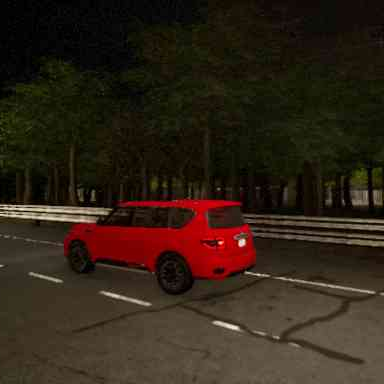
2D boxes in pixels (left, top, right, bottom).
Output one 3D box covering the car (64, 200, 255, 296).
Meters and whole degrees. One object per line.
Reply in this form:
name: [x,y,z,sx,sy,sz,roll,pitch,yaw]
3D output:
car: [-1.073,1.226,8.933,5.566,2.045,2.150,0,0,36]
